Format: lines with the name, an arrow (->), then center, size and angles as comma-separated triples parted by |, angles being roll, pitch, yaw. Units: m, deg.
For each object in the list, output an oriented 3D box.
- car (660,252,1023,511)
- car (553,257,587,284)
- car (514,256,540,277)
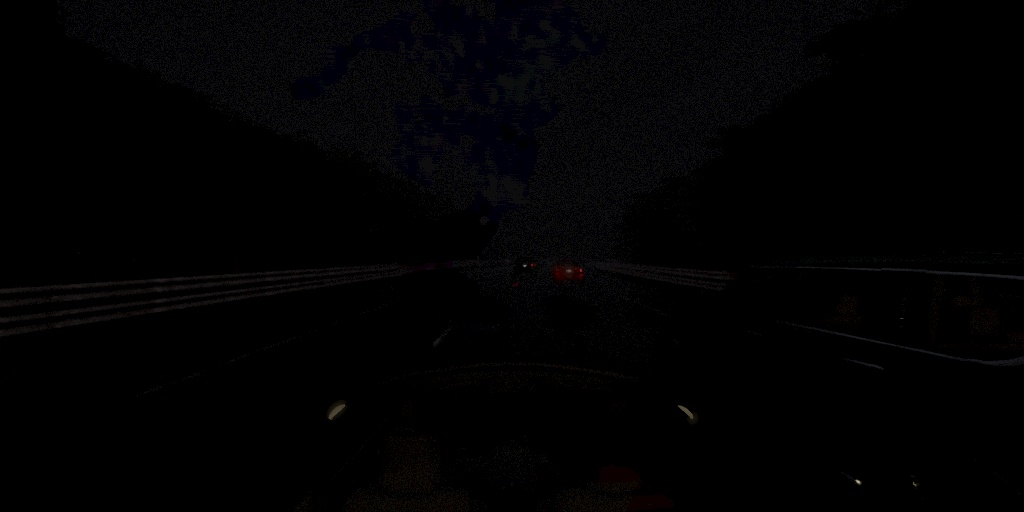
car -> 3.481, 0.995, 3.519 | 2.150, 2.045, 5.566 | 0, 0, 1
car -> 4.315, 1.144, 27.816 | 2.097, 1.767, 4.553 | 0, 0, 4
car -> 1.386, 1.007, 35.502 | 2.150, 2.045, 5.566 | 0, 0, 5
